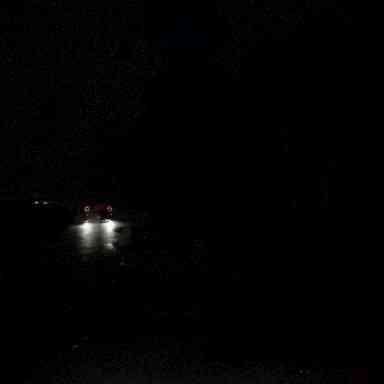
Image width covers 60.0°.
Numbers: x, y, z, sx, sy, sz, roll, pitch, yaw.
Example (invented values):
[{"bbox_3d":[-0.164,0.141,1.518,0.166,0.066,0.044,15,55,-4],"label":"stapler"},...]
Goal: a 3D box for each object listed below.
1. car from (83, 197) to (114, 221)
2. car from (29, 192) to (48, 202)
[{"bbox_3d":[-7.231,1.190,25.462,2.097,1.767,4.553,0,0,-18],"label":"car"},{"bbox_3d":[-28.118,0.851,60.831,2.097,1.767,4.553,1,0,-43],"label":"car"}]
